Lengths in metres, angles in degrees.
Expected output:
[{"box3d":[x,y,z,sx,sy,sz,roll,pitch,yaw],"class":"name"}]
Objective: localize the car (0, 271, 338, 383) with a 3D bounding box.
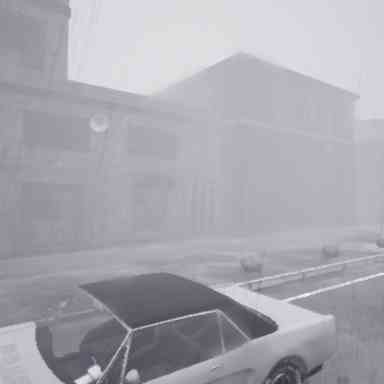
[{"box3d":[-0.751,1.603,3.150,4.718,1.301,1.895,0,0,-35],"class":"car"}]
